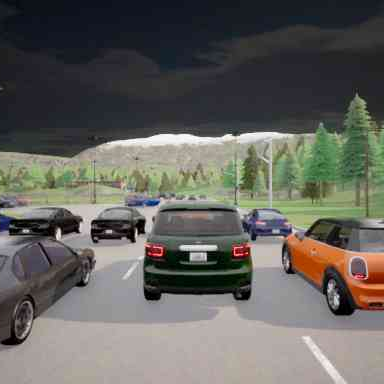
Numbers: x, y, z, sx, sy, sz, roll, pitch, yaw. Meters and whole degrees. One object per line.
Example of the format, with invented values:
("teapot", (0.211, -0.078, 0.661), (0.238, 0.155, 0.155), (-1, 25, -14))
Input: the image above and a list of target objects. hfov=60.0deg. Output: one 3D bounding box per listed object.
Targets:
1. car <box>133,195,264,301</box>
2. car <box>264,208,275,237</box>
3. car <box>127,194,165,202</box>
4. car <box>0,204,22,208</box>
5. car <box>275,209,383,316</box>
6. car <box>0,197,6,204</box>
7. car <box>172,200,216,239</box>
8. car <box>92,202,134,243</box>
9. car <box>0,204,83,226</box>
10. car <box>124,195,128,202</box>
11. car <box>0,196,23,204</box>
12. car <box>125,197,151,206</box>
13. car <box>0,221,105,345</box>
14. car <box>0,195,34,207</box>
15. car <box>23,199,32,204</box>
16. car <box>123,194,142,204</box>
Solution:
("car", (0.107, 1.221, 8.482), (2.150, 2.045, 5.566), (0, 0, 0))
("car", (3.610, 1.524, 16.583), (1.812, 1.442, 4.674), (0, 0, 0))
("car", (-6.424, 1.473, 48.153), (1.882, 1.535, 5.008), (1, 1, 40))
("car", (-10.392, 1.524, 16.312), (1.812, 1.442, 4.674), (0, 0, 0))
("car", (3.600, 1.351, 7.683), (2.097, 1.767, 4.553), (0, 0, 0))
("car", (-25.742, 1.598, 40.298), (4.718, 1.301, 1.895), (0, 0, -1))
("car", (0.109, 1.350, 18.004), (2.097, 1.767, 4.553), (0, 0, 0))
("car", (-3.392, 1.476, 16.111), (1.882, 1.535, 5.008), (0, 0, 0))
("car", (-6.892, 1.476, 16.281), (1.882, 1.535, 5.008), (0, 0, 0))
("car", (-8.035, 1.543, 51.241), (2.033, 1.411, 5.357), (0, 0, 32))
("car", (-25.373, 1.347, 43.844), (4.553, 1.767, 2.097), (0, 0, -2))
("car", (-9.046, 1.543, 56.506), (2.033, 1.411, 5.357), (0, 0, 19))
("car", (-3.400, 1.547, 6.284), (2.033, 1.411, 5.357), (0, 0, 0))
("car", (-26.906, 1.347, 50.779), (4.553, 1.767, 2.097), (0, 0, -1))
("car", (-25.717, 1.522, 47.315), (4.674, 1.442, 1.812), (0, 0, -1))
("car", (-11.198, 1.346, 62.962), (2.097, 1.767, 4.553), (0, 0, 12))
